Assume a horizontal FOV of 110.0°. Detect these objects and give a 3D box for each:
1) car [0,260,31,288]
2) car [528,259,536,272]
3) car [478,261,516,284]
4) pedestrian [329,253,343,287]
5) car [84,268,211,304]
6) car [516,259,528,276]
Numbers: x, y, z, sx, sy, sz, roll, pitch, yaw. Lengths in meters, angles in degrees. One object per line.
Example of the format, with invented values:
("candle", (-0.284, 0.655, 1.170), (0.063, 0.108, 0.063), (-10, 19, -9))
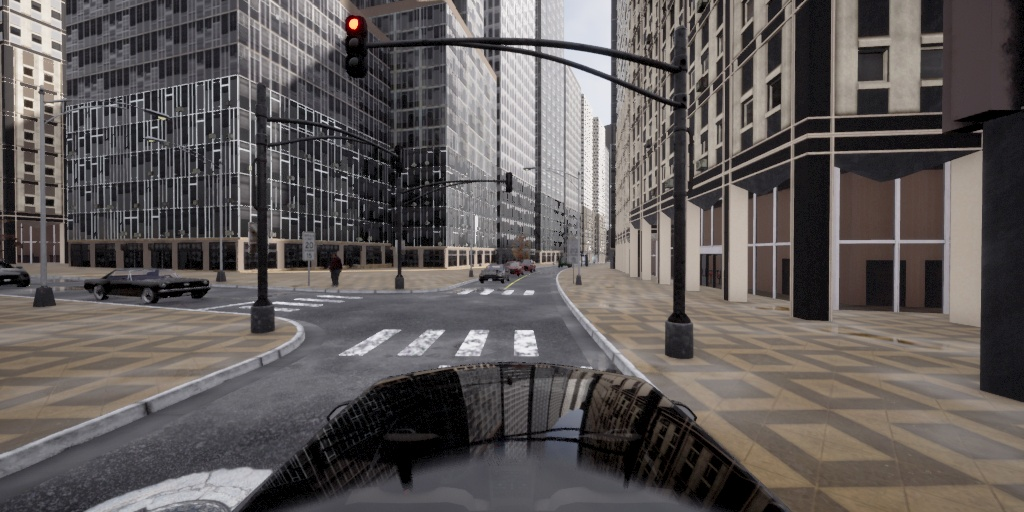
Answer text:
("car", (-27.290, 0.899, 18.439), (4.892, 1.490, 1.837), (1, 1, 16))
("car", (1.885, 1.220, 47.511), (2.097, 1.767, 4.553), (0, 0, 11))
("car", (-1.220, 1.331, 28.075), (2.033, 1.411, 5.357), (0, 0, 7))
("pedestrian", (-9.577, 0.716, 19.407), (0.375, 1.860, 0.375), (0, 0, 16))
("car", (-15.075, 1.171, 14.904), (4.718, 1.301, 1.895), (1, 1, 16))
("car", (0.132, 1.297, 37.783), (1.882, 1.535, 5.008), (0, 0, 9))
